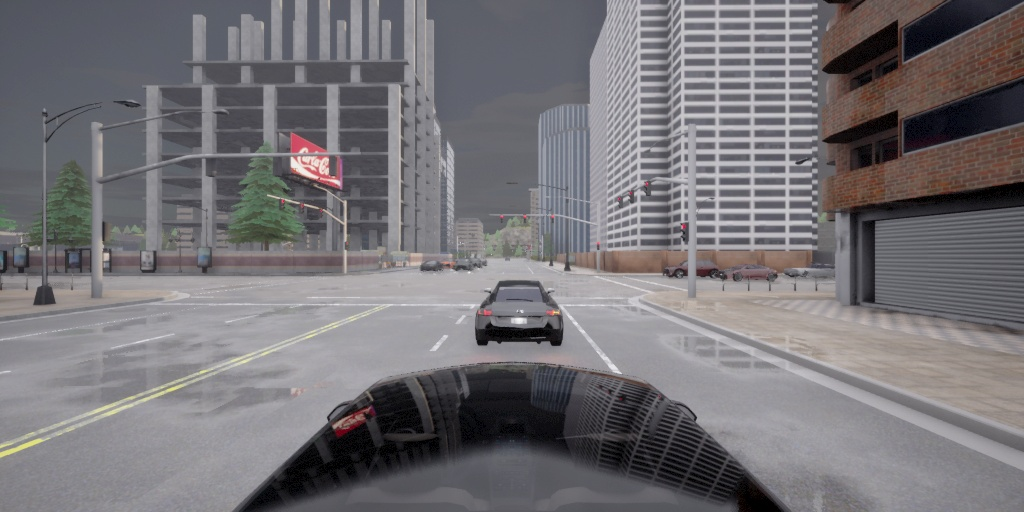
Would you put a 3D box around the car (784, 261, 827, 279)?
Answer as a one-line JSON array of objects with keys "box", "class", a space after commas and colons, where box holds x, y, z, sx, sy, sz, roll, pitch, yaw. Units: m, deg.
[{"box": [27.232, 1.351, 32.192, 4.718, 1.301, 1.895, 0, 0, 1], "class": "car"}]

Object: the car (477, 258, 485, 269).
[{"box": [-6.081, 1.101, 58.378, 2.097, 1.767, 4.553, 0, 0, 1], "class": "car"}]

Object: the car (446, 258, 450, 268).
[{"box": [-9.654, 1.101, 54.789, 2.097, 1.767, 4.553, 0, 0, 1], "class": "car"}]

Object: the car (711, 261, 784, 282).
[{"box": [18.807, 1.314, 28.809, 4.181, 1.385, 1.994, 0, 0, 1], "class": "car"}]

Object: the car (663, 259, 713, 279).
[{"box": [16.083, 1.102, 32.345, 4.553, 1.767, 2.097, 0, 0, 1], "class": "car"}]

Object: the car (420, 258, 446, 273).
[{"box": [-9.858, 1.227, 43.941, 1.882, 1.535, 5.008, 0, 0, 1], "class": "car"}]

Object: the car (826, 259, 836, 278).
[{"box": [28.691, 1.228, 28.667, 5.008, 1.535, 1.882, 0, 0, 1], "class": "car"}]

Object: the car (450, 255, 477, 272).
[{"box": [-6.297, 1.101, 47.072, 2.097, 1.767, 4.553, 0, 0, 1], "class": "car"}]

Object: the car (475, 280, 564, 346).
[{"box": [0.193, 1.314, 9.444, 1.994, 1.385, 4.181, 0, 0, 1], "class": "car"}]
